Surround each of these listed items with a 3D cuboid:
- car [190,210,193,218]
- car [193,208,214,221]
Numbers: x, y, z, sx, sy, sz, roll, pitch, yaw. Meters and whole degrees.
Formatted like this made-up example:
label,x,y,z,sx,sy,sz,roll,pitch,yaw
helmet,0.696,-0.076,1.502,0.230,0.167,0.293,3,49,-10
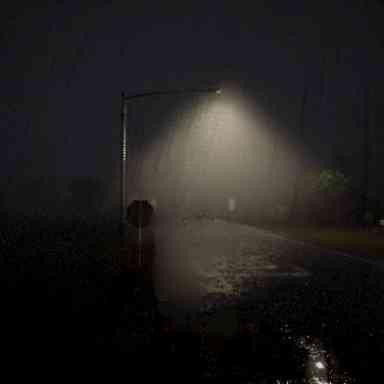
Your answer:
label,x,y,z,sx,sy,sz,roll,pitch,yaw
car,0.718,3.616,56.771,2.033,1.411,5.357,1,-2,-6
car,1.788,3.056,46.804,2.097,1.767,4.553,1,-2,-6
